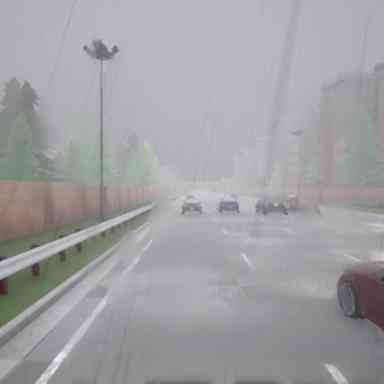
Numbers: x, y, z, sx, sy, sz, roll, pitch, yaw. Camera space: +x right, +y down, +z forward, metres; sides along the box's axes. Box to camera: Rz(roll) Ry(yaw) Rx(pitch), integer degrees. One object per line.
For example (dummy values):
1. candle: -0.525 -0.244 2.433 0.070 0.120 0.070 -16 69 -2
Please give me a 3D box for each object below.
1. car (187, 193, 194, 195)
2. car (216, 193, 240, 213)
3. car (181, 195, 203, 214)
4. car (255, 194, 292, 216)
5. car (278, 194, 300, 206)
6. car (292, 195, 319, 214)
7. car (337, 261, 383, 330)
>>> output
1. car: -0.362 0.853 79.021 1.812 1.442 4.674 0 0 0
2. car: 3.498 1.197 32.872 1.882 1.535 5.008 0 1 0
3. car: 0.006 1.258 31.438 1.812 1.442 4.674 0 1 0
4. car: 7.004 1.097 29.780 2.097 1.767 4.553 0 0 0
5. car: 13.849 1.099 47.773 1.837 1.490 4.892 0 1 0
6. car: 10.500 1.294 31.665 1.994 1.385 4.181 0 1 0
7. car: 3.600 1.488 4.243 1.812 1.442 4.674 0 0 0
